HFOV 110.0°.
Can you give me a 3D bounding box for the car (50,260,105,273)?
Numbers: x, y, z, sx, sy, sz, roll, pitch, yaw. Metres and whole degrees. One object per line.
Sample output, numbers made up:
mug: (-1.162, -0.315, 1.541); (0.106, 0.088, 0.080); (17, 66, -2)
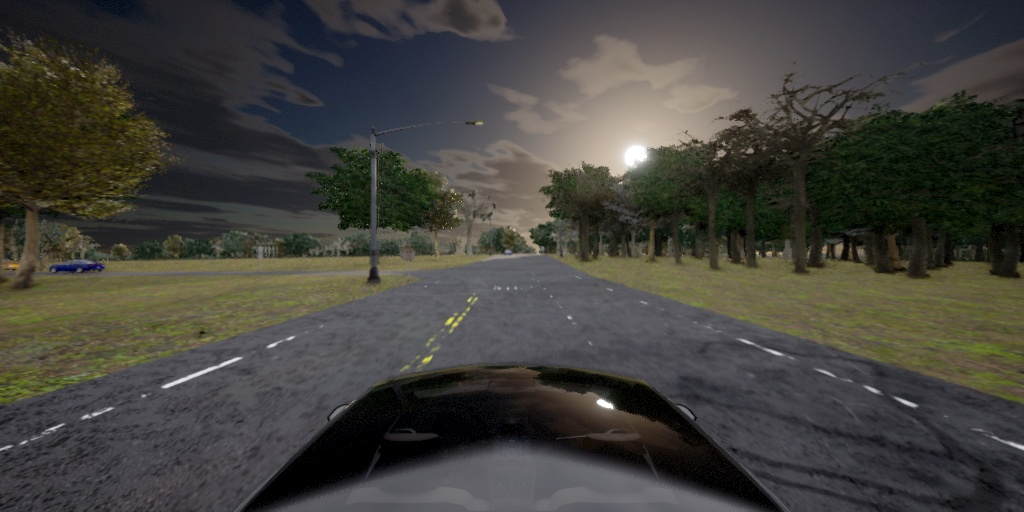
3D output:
car: (-49.272, 1.164, 40.676); (5.008, 1.535, 1.882); (0, 0, 2)
